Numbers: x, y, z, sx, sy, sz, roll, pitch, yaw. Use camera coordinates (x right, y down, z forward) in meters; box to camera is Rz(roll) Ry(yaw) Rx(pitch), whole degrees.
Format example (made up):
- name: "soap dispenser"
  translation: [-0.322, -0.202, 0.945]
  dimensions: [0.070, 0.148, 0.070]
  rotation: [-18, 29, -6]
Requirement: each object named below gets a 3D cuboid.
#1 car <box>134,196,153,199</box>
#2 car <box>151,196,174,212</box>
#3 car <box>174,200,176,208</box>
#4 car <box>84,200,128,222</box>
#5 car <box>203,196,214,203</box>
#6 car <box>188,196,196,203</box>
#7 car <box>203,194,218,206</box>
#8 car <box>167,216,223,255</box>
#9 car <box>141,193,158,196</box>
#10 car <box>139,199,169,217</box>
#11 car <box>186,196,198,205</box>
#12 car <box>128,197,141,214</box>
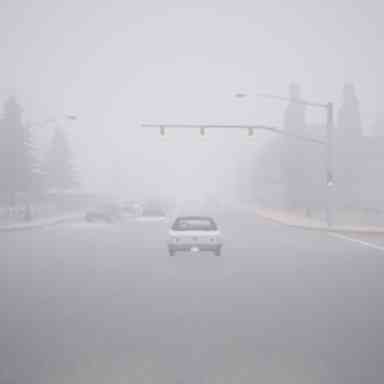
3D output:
- name: "car"
  translation: [-7.022, 1.665, 47.527]
  dimensions: [1.994, 1.385, 4.181]
  rotation: [0, 0, 1]
- name: "car"
  translation: [-3.586, 1.592, 40.880]
  dimensions: [1.837, 1.490, 4.892]
  rotation: [0, 0, -1]
- name: "car"
  translation: [-3.506, 1.600, 51.077]
  dimensions: [2.128, 1.511, 4.902]
  rotation: [0, 0, 0]
- name: "car"
  translation: [-7.142, 1.606, 27.479]
  dimensions: [2.033, 1.411, 5.357]
  rotation: [0, 0, 2]
- name: "car"
  translation: [3.491, 1.556, 70.156]
  dimensions: [1.994, 1.385, 4.181]
  rotation: [0, 0, 0]
- name: "car"
  translation: [-0.009, 1.527, 70.156]
  dimensions: [1.812, 1.442, 4.674]
  rotation: [0, 0, 0]
- name: "car"
  translation: [3.493, 1.347, 59.505]
  dimensions: [2.150, 2.045, 5.566]
  rotation: [0, 0, 0]
- name: "car"
  translation: [0.099, 1.629, 13.363]
  dimensions: [1.895, 1.301, 4.718]
  rotation: [0, 0, 0]
- name: "car"
  translation: [-7.007, 1.344, 58.019]
  dimensions: [2.150, 2.045, 5.566]
  rotation: [0, 0, 0]
- name: "car"
  translation: [-3.590, 1.632, 32.163]
  dimensions: [1.994, 1.385, 4.181]
  rotation: [0, 0, 0]
- name: "car"
  translation: [-0.007, 1.652, 59.848]
  dimensions: [1.812, 1.442, 4.674]
  rotation: [0, 0, 0]
- name: "car"
  translation: [-7.087, 1.627, 37.550]
  dimensions: [2.033, 1.411, 5.357]
  rotation: [0, 0, 0]
